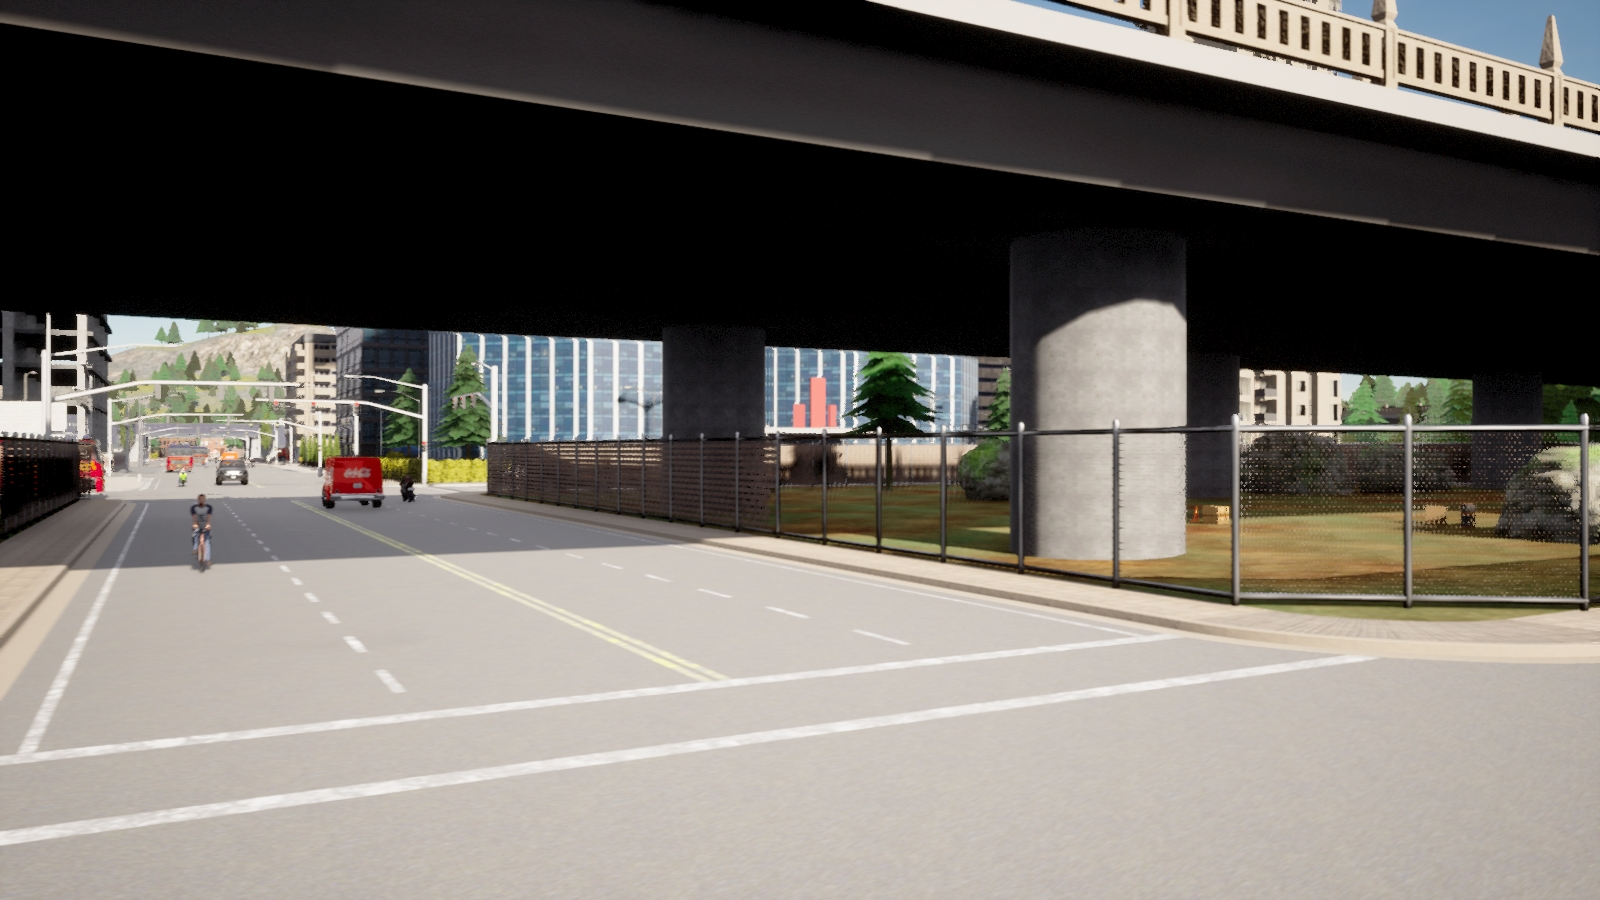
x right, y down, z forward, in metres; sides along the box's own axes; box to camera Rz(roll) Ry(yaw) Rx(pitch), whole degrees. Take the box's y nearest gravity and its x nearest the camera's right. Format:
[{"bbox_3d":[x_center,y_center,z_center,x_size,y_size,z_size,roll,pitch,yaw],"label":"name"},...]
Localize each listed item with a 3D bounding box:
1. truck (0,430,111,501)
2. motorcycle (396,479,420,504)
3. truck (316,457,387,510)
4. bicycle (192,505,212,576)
[{"bbox_3d":[-42.927,0.850,62.905,8.468,3.827,2.891,0,0,-29],"label":"truck"},{"bbox_3d":[-21.201,2.215,61.754,0.867,1.251,2.209,0,0,-29],"label":"motorcycle"},{"bbox_3d":[-22.103,1.577,56.178,2.627,2.467,5.204,0,0,-29],"label":"truck"},{"bbox_3d":[-13.774,2.061,26.314,0.373,1.496,1.643,0,0,-29],"label":"bicycle"}]
